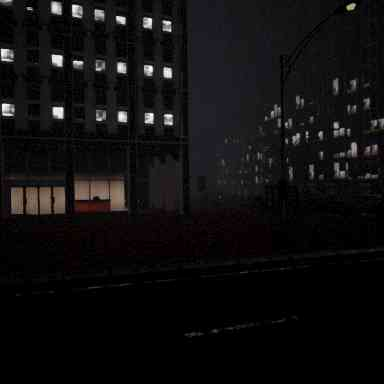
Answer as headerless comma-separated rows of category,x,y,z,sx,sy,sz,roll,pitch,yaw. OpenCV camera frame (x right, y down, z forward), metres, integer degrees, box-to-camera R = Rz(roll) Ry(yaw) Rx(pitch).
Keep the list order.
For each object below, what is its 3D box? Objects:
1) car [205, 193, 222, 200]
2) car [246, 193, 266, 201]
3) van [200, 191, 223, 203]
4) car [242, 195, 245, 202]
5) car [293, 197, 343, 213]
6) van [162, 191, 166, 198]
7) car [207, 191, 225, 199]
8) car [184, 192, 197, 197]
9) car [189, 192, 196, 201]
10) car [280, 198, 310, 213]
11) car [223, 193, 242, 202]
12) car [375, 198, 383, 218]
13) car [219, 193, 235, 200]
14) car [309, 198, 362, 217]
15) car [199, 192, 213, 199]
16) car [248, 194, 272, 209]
car,4.504,0.930,69.608,1.812,1.442,4.674,-1,1,-20
car,9.881,1.228,45.422,2.033,1.411,5.357,-1,1,-20
van,3.262,0.952,56.070,1.690,1.788,3.998,0,1,-20
car,11.141,1.060,58.928,1.802,1.307,4.206,0,1,-20
car,13.393,1.321,35.726,2.033,1.411,5.357,-1,1,-20
van,-6.427,0.687,82.785,1.690,1.788,3.998,0,1,-20
car,5.326,0.634,74.954,2.192,1.841,5.009,0,1,-20
car,-0.487,0.710,90.986,2.008,1.369,4.403,0,1,-20
car,-0.613,1.056,66.758,2.008,1.369,4.403,0,1,-20
car,10.909,1.399,34.665,1.802,1.307,4.206,0,1,-20
car,7.926,1.024,60.174,1.812,1.442,4.674,-1,1,-20
car,16.907,1.216,26.076,2.097,1.767,4.553,-1,1,-21
car,7.265,0.954,69.615,1.802,1.307,4.206,0,1,-20
car,12.830,1.434,29.313,1.947,1.339,4.313,0,1,-20
car,3.388,0.706,80.299,1.967,1.590,4.097,0,1,-20
car,9.026,1.332,40.027,1.947,1.339,4.313,0,1,-20
